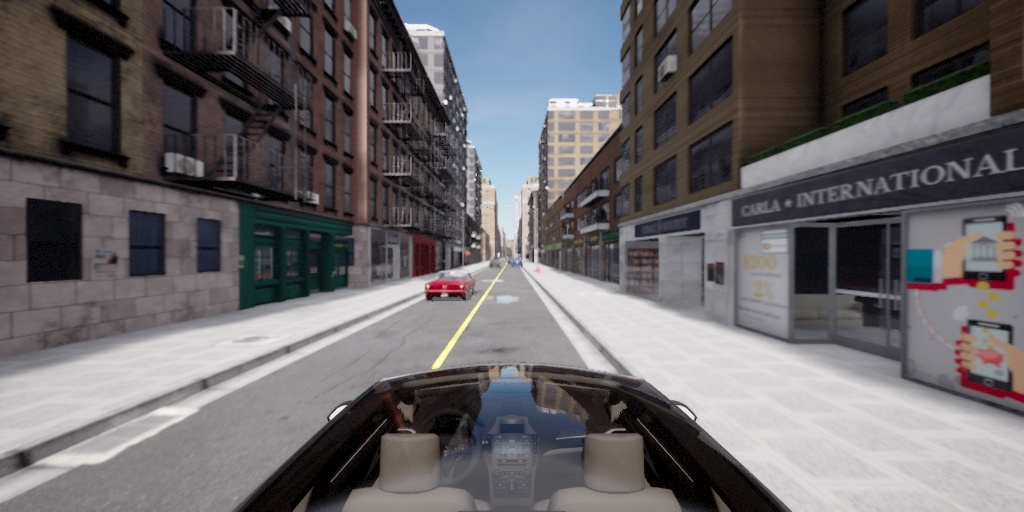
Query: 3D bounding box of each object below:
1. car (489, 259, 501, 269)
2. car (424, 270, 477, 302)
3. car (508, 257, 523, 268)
[{"bbox_3d":[-2.816,1.288,59.553,1.837,1.490,4.892,0,0,1],"label":"car"},{"bbox_3d":[-2.856,1.367,17.376,1.895,1.301,4.718,0,0,0],"label":"car"},{"bbox_3d":[0.907,1.100,64.075,2.097,1.767,4.553,-2,0,0],"label":"car"}]
